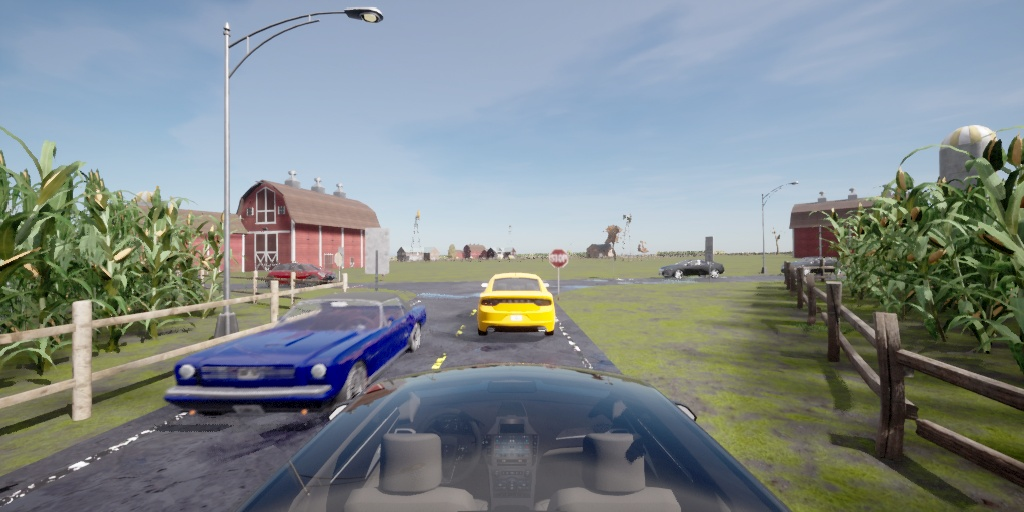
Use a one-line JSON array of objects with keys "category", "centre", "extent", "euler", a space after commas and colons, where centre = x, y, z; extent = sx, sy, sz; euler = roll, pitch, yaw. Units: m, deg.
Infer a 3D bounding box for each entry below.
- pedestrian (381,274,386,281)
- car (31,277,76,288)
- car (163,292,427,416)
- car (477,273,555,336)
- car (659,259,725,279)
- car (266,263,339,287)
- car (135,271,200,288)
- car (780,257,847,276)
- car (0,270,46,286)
[{"category": "pedestrian", "centre": [-11.176, 1.621, 31.209], "extent": [0.500, 1.100, 0.500], "euler": [0, 0, 4]}, {"category": "car", "centre": [-36.060, 1.792, 28.466], "extent": [5.008, 1.535, 1.882], "euler": [-1, -1, 11]}, {"category": "car", "centre": [-2.874, 1.351, 6.085], "extent": [1.895, 1.301, 4.718], "euler": [0, 0, -1]}, {"category": "car", "centre": [0.103, 1.229, 10.470], "extent": [1.882, 1.535, 5.008], "euler": [0, 0, 0]}, {"category": "car", "centre": [14.090, 0.998, 28.245], "extent": [4.902, 1.511, 2.128], "euler": [-1, 0, -4]}, {"category": "car", "centre": [-14.838, 1.313, 25.578], "extent": [4.553, 1.767, 2.097], "euler": [-1, -1, 6]}, {"category": "car", "centre": [-25.991, 1.695, 26.798], "extent": [5.357, 1.411, 2.033], "euler": [-1, -1, 7]}, {"category": "car", "centre": [24.462, 0.820, 29.156], "extent": [4.902, 1.511, 2.128], "euler": [-1, 0, -7]}, {"category": "car", "centre": [-46.689, 2.049, 33.731], "extent": [4.674, 1.442, 1.812], "euler": [-1, -1, 15]}]
